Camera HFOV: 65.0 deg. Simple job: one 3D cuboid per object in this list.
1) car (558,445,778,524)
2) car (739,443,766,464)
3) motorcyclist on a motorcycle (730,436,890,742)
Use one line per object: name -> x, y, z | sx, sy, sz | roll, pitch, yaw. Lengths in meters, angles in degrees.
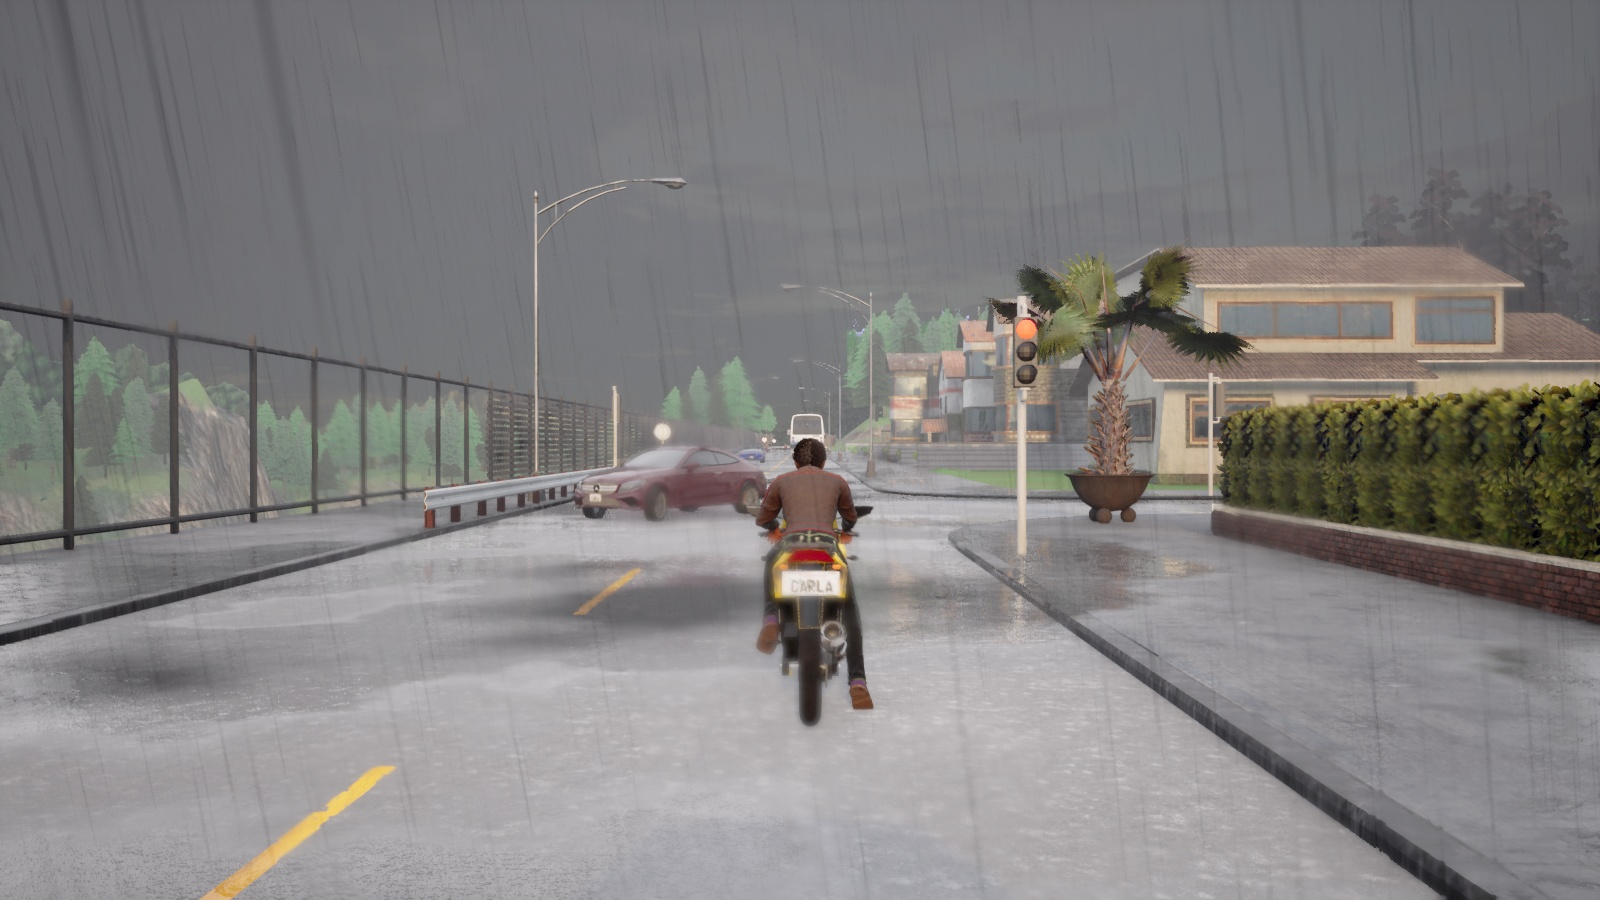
car -> -2.541, 0.627, 25.387 | 1.812, 1.442, 4.674 | 0, 0, 35
car -> -3.466, 0.235, 92.583 | 1.816, 1.474, 4.193 | 0, 0, 0
motorcyclist on a motorcycle -> 0.056, 0.688, 7.269 | 0.797, 1.523, 2.044 | 0, 0, 0
